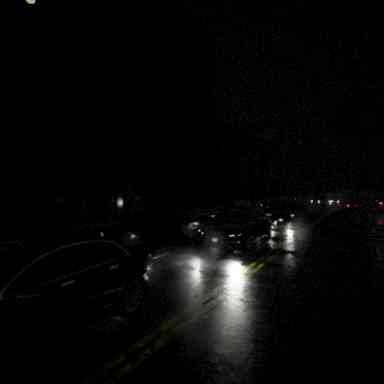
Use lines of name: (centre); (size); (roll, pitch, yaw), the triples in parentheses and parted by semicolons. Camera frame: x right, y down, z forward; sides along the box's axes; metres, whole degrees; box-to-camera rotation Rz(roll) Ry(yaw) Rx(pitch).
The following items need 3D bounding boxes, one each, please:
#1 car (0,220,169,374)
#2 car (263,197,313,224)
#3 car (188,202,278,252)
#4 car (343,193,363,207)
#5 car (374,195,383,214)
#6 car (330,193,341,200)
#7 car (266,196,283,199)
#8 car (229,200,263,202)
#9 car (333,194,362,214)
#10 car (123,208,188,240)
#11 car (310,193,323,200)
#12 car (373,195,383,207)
car: (-2.448, 1.462, 5.011); (1.837, 1.490, 4.892); (0, 1, 27)
car: (6.634, 1.288, 22.702); (2.033, 1.411, 5.357); (0, 1, 27)
car: (1.878, 1.360, 13.437); (1.837, 1.490, 4.892); (0, 1, 27)
car: (20.393, 0.964, 42.135); (2.128, 1.511, 4.902); (0, 1, 28)
car: (17.555, 0.978, 29.458); (2.097, 1.767, 4.553); (0, 1, 28)
car: (27.091, 0.866, 62.404); (1.895, 1.301, 4.718); (0, 1, 27)
car: (8.009, 1.135, 32.406); (1.837, 1.490, 4.892); (0, 1, 28)
car: (3.234, 1.273, 23.189); (1.812, 1.442, 4.674); (0, 1, 28)
car: (14.465, 1.174, 30.531); (2.033, 1.411, 5.357); (0, 1, 28)
car: (-1.485, 1.409, 14.000); (2.033, 1.411, 5.357); (0, 1, 27)
car: (23.382, 0.852, 62.311); (1.994, 1.385, 4.181); (0, 1, 27)
car: (23.097, 1.085, 40.299); (1.895, 1.301, 4.718); (0, 1, 28)
